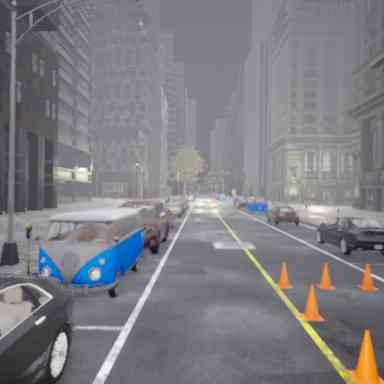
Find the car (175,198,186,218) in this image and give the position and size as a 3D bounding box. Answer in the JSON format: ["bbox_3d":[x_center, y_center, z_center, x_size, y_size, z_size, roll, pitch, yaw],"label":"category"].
[{"bbox_3d":[-1.737,1.524,30.123,1.752,1.417,4.829,1,0,1],"label":"car"}]

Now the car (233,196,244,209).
[{"bbox_3d":[7.208,1.675,46.643,1.887,1.381,4.507,1,0,1],"label":"car"}]

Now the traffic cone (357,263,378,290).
[{"bbox_3d":[4.231,2.017,8.015,0.340,0.580,0.340,1,0,1],"label":"traffic cone"}]

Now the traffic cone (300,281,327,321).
[{"bbox_3d":[2.184,1.989,6.063,0.340,0.580,0.340,1,0,1],"label":"traffic cone"}]

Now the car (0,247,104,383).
[{"bbox_3d":[-2.384,1.521,2.673,2.008,1.369,4.403,1,0,1],"label":"car"}]

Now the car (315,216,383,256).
[{"bbox_3d":[6.415,1.645,13.502,2.008,1.369,4.403,1,0,1],"label":"car"}]

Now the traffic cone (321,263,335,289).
[{"bbox_3d":[3.231,2.004,8.039,0.340,0.580,0.340,1,0,1],"label":"traffic cone"}]

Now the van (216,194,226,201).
[{"bbox_3d":[8.231,1.541,90.141,1.690,1.788,3.998,1,0,1],"label":"van"}]

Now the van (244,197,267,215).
[{"bbox_3d":[6.947,1.459,35.596,1.690,1.788,3.998,1,0,1],"label":"van"}]

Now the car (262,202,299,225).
[{"bbox_3d":[6.679,1.688,24.549,1.802,1.307,4.206,1,0,1],"label":"car"}]

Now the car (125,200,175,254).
[{"bbox_3d":[-2.120,1.297,13.721,2.192,1.841,5.009,1,0,1],"label":"car"}]

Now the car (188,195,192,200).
[{"bbox_3d":[-1.343,1.562,46.864,1.887,1.381,4.507,1,0,1],"label":"car"}]

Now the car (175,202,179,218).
[{"bbox_3d":[-1.993,1.532,19.245,1.887,1.381,4.507,1,0,1],"label":"car"}]

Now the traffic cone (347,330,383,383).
[{"bbox_3d":[2.137,1.987,4.064,0.340,0.580,0.340,1,0,1],"label":"traffic cone"}]

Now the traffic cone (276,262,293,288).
[{"bbox_3d":[2.232,1.991,8.063,0.340,0.580,0.340,1,0,1],"label":"traffic cone"}]

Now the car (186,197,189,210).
[{"bbox_3d":[-1.603,1.549,35.817,1.887,1.381,4.507,1,0,1],"label":"car"}]

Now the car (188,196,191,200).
[{"bbox_3d":[-1.473,1.555,41.340,1.887,1.381,4.507,1,0,1],"label":"car"}]

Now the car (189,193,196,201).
[{"bbox_3d":[-0.432,1.603,84.776,1.752,1.417,4.829,1,0,1],"label":"car"}]

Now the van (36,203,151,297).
[{"bbox_3d":[-2.250,1.317,8.197,1.690,1.788,3.998,1,0,1],"label":"van"}]
